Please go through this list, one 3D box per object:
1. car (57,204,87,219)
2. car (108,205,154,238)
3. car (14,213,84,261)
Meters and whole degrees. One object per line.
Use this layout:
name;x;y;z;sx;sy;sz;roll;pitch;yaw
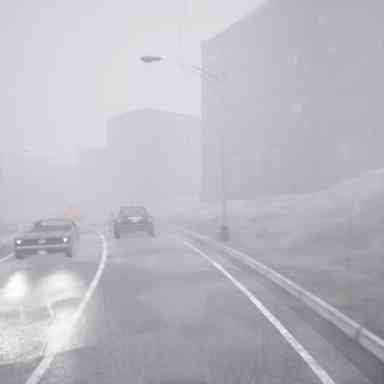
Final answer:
car;-13.454;2.109;37.041;2.097;1.767;4.553;-2;-1;-38
car;-3.626;1.521;19.217;2.097;1.767;4.553;-1;-1;-19
car;-5.549;1.747;13.243;1.895;1.301;4.718;-1;-1;-15
